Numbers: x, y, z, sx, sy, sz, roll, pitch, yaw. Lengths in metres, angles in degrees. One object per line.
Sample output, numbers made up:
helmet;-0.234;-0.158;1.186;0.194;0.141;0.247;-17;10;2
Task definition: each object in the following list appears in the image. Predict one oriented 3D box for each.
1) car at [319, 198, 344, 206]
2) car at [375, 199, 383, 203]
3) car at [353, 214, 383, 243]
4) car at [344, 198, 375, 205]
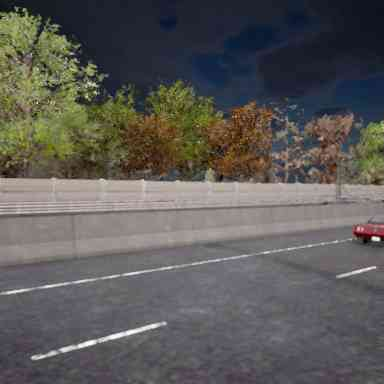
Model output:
car;18.657;1.525;43.036;5.357;1.411;2.033;0;0;-35
car;23.089;1.483;37.596;4.892;1.490;1.837;0;0;-35
car;9.167;1.583;14.575;4.718;1.301;1.895;0;0;-35
car;21.278;1.469;40.600;4.902;1.511;2.128;0;0;-35
